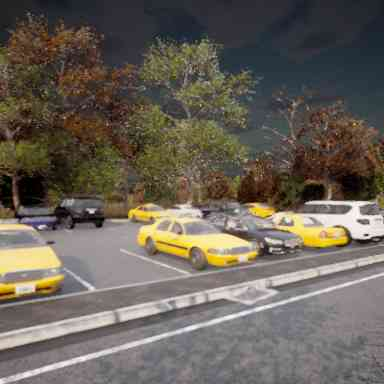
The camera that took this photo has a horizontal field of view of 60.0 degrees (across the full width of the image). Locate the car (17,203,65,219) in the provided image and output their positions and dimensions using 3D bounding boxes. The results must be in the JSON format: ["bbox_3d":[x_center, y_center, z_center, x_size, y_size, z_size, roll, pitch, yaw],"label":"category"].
[{"bbox_3d":[-9.945,1.571,21.000,2.163,1.488,4.792,1,-1,-35],"label":"car"}]

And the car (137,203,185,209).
[{"bbox_3d":[-3.071,1.661,25.669,1.946,1.575,5.366,1,-1,-35],"label":"car"}]

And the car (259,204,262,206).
[{"bbox_3d":[5.769,1.826,32.143,2.097,1.535,5.008,1,-1,-35],"label":"car"}]

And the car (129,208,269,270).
[{"bbox_3d":[-0.065,1.582,11.774,1.946,1.575,5.366,1,-1,-35],"label":"car"}]

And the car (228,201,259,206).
[{"bbox_3d":[3.488,1.660,30.574,2.185,1.767,4.553,1,-1,-35],"label":"car"}]

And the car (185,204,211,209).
[{"bbox_3d":[-0.916,1.745,27.418,2.002,1.452,4.674,1,-1,-35],"label":"car"}]

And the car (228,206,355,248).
[{"bbox_3d":[4.253,1.664,15.283,1.946,1.575,5.366,1,-1,-35],"label":"car"}]

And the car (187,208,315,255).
[{"bbox_3d":[2.090,1.628,13.533,2.231,1.521,4.892,1,-1,-35],"label":"car"}]

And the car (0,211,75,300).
[{"bbox_3d":[-4.697,1.501,8.498,1.946,1.575,5.366,1,-1,-35],"label":"car"}]

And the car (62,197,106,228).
[{"bbox_3d":[-7.714,1.331,22.647,2.435,2.045,5.566,1,-1,-35],"label":"car"}]

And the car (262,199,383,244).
[{"bbox_3d":[6.613,1.457,16.760,2.435,2.045,5.566,1,-1,-35],"label":"car"}]

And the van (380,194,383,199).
[{"bbox_3d":[27.812,1.217,47.909,1.878,1.987,4.442,0,1,-35],"label":"van"}]

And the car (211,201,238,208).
[{"bbox_3d":[1.361,1.776,28.995,2.163,1.488,4.792,1,-1,-35],"label":"car"}]
